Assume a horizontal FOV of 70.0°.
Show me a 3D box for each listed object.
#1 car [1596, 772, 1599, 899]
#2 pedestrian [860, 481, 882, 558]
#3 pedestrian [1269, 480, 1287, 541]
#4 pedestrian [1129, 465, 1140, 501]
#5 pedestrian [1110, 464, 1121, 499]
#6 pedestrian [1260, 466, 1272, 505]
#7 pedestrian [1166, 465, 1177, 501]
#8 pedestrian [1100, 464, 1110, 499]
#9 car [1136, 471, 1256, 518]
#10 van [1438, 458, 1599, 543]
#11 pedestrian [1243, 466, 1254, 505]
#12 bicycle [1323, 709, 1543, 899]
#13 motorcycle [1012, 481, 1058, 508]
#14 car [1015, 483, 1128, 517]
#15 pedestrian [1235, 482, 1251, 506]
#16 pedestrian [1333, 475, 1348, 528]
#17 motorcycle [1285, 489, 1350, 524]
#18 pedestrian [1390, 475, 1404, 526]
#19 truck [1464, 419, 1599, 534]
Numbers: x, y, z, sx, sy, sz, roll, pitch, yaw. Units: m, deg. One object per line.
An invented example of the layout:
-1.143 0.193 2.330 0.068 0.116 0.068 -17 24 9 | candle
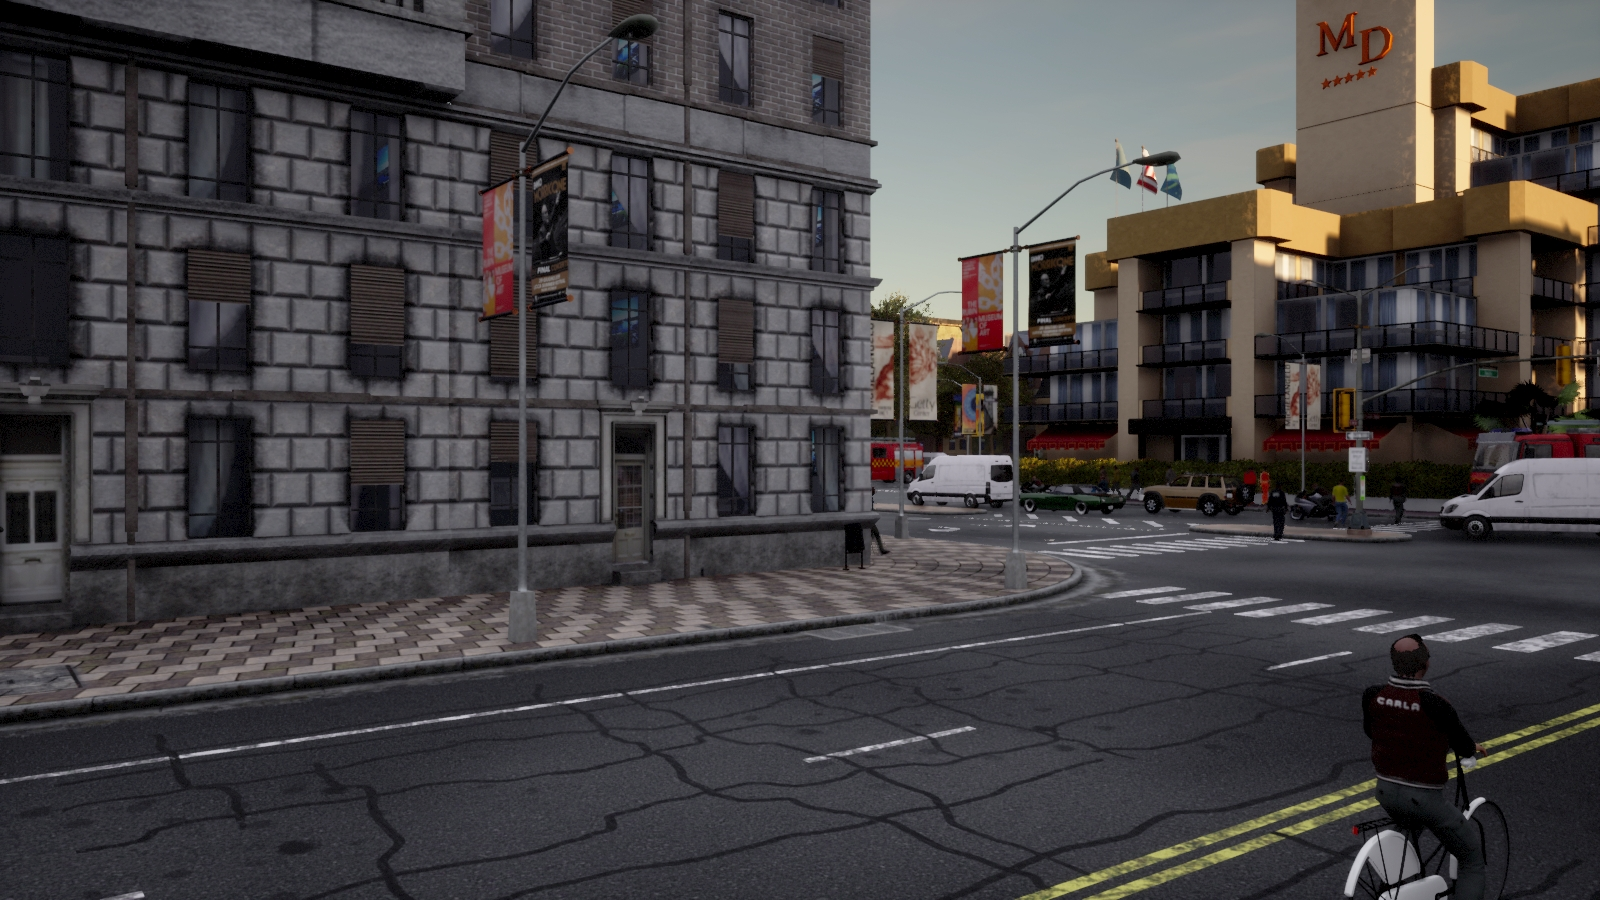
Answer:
4.999 1.754 3.274 6.274 2.098 2.390 0 0 -34 | car
1.751 1.696 28.149 0.375 1.860 0.375 0 0 37 | pedestrian
14.635 1.849 34.983 0.375 1.860 0.375 0 0 -42 | pedestrian
17.489 1.698 59.714 0.375 1.860 0.375 0 0 -40 | pedestrian
16.940 1.696 61.347 0.375 1.860 0.375 0 0 -38 | pedestrian
22.185 1.696 54.417 0.375 1.860 0.375 0 0 -27 | pedestrian
19.054 1.696 58.659 0.375 1.860 0.375 0 0 -30 | pedestrian
16.506 1.696 61.887 0.375 1.860 0.375 0 0 -39 | pedestrian
17.034 1.864 49.374 1.932 1.855 4.605 0 0 -37 | car
23.576 1.534 36.095 5.915 2.561 1.988 0 0 28 | van
21.697 1.696 55.242 0.375 1.860 0.375 0 0 -41 | pedestrian
3.626 2.210 6.476 1.835 1.171 0.329 0 0 -35 | bicycle
11.640 2.205 56.539 0.867 1.251 2.209 0 0 -37 | motorcycle
11.885 2.155 50.351 1.895 1.301 4.718 0 0 -37 | car
21.095 2.077 54.396 0.500 1.100 0.500 0 0 -36 | pedestrian
19.457 1.848 41.129 0.375 1.860 0.375 0 0 -39 | pedestrian
20.381 2.205 45.032 0.867 1.251 2.209 0 0 -40 | motorcycle
22.091 1.848 42.298 0.375 1.860 0.375 0 0 44 | pedestrian
28.058 0.890 39.405 8.468 3.827 2.891 0 0 5 | truck
